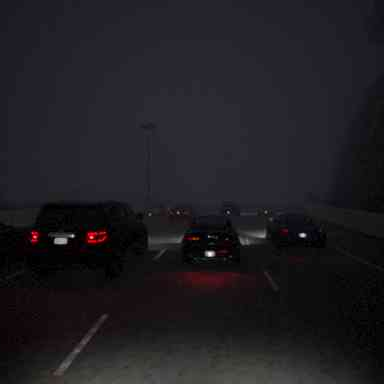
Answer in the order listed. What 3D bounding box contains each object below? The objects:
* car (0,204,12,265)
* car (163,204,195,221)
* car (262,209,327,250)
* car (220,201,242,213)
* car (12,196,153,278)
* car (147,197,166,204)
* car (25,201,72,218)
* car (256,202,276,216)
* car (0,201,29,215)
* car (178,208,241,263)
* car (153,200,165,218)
[{"bbox_3d":[-6.473,1.400,9.657,2.097,1.767,4.553,0,0,3],"label":"car"},{"bbox_3d":[-0.635,1.717,28.864,2.033,1.411,5.357,0,0,10],"label":"car"},{"bbox_3d":[4.491,1.658,14.858,1.994,1.385,4.181,0,0,6],"label":"car"},{"bbox_3d":[3.982,1.710,33.960,1.837,1.490,4.892,0,0,12],"label":"car"},{"bbox_3d":[-2.930,1.279,10.575,2.150,2.045,5.566,0,0,4],"label":"car"},{"bbox_3d":[-8.112,1.958,76.015,2.128,1.511,4.902,0,0,23],"label":"car"},{"bbox_3d":[-14.207,1.682,33.241,1.837,1.490,4.892,0,0,11],"label":"car"},{"bbox_3d":[7.713,1.740,34.622,1.812,1.442,4.674,0,0,13],"label":"car"},{"bbox_3d":[-20.694,1.735,36.715,2.033,1.411,5.357,0,0,12],"label":"car"},{"bbox_3d":[0.737,1.579,12.253,1.837,1.490,4.892,0,0,5],"label":"car"},{"bbox_3d":[-3.427,1.789,32.802,1.895,1.301,4.718,0,0,11],"label":"car"}]
